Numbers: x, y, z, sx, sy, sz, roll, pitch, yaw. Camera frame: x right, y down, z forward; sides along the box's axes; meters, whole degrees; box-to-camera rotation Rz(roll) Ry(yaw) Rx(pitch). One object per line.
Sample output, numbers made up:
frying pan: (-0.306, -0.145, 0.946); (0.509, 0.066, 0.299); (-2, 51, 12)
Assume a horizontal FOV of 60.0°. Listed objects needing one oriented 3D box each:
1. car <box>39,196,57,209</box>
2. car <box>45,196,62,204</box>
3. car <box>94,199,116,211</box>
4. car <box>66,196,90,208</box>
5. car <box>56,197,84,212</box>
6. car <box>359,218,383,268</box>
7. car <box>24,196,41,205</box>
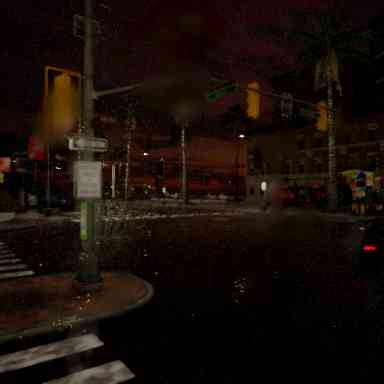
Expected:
car: (-18.684, 1.383, 44.836); (1.882, 1.535, 5.008); (0, 0, -35)
car: (-24.850, 1.400, 59.533); (1.812, 1.442, 4.674); (0, 0, -35)
car: (-10.850, 1.527, 39.860); (1.895, 1.301, 4.718); (0, 0, -35)
car: (-16.294, 1.384, 47.520); (1.882, 1.535, 5.008); (0, 0, -35)
car: (-13.465, 1.488, 37.496); (1.994, 1.385, 4.181); (0, 0, -35)
car: (6.415, 1.543, 10.603); (2.033, 1.411, 5.357); (0, 0, 30)
car: (-27.463, 1.398, 57.135); (1.812, 1.442, 4.674); (0, 0, -36)
